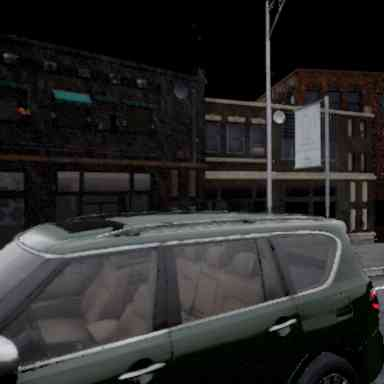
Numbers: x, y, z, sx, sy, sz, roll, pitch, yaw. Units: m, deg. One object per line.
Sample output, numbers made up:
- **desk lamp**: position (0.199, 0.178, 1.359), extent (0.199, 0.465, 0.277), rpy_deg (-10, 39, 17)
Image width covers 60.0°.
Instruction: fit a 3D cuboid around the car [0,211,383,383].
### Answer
- **car**: position (-0.722, 1.233, 2.843), extent (5.566, 2.045, 2.150), rpy_deg (1, -1, -31)
